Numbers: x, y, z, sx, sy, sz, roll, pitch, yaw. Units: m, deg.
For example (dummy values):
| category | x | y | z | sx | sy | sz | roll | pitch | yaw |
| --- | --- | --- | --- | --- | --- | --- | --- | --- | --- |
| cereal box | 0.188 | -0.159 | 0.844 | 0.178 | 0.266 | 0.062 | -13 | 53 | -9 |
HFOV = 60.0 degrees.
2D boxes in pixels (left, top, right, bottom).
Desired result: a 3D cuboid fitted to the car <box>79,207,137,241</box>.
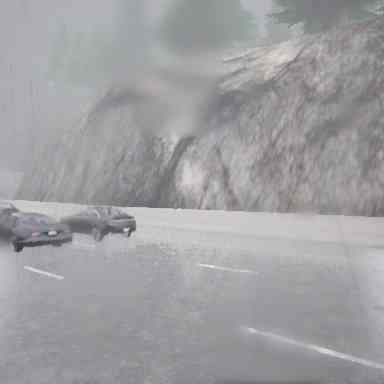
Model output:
| category | x | y | z | sx | sy | sz | roll | pitch | yaw |
| --- | --- | --- | --- | --- | --- | --- | --- | --- | --- |
| car | -4.822 | 1.495 | 16.608 | 4.902 | 1.511 | 2.128 | 0 | 0 | 40 |

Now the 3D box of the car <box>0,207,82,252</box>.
| category | x | y | z | sx | sy | sz | roll | pitch | yaw |
| --- | --- | --- | --- | --- | --- | --- | --- | --- | --- |
| car | -7.085 | 1.563 | 13.938 | 5.357 | 1.411 | 2.033 | 0 | 0 | 40 |

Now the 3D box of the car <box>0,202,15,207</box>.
| category | x | y | z | sx | sy | sz | roll | pitch | yaw |
| --- | --- | --- | --- | --- | --- | --- | --- | --- | --- |
| car | -14.881 | 1.533 | 25.881 | 1.812 | 1.442 | 4.674 | 0 | 0 | -45 |
